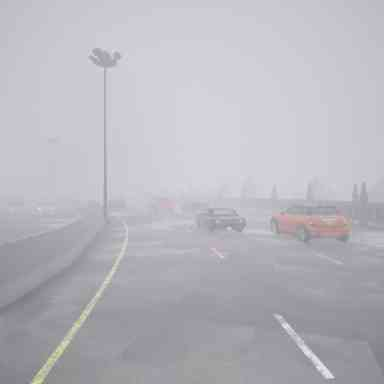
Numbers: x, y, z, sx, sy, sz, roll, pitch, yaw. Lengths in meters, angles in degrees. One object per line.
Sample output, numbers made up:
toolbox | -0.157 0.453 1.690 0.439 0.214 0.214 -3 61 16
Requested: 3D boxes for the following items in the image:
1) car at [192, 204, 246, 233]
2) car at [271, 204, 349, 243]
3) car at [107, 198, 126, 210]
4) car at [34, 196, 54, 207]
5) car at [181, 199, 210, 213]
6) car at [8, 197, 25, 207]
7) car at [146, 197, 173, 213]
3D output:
car | 1.510 1.600 19.581 1.895 1.301 4.718 0 0 -11
car | 5.566 1.352 16.330 2.097 1.767 4.553 0 0 -9
car | -9.804 1.490 42.507 2.128 1.511 4.902 0 0 -25
car | -22.607 1.351 50.771 2.097 1.767 4.553 0 0 -34
car | 0.324 1.476 36.451 1.882 1.535 5.008 0 0 -20
car | -27.096 1.477 51.205 1.882 1.535 5.008 0 0 -35
car | -3.653 1.350 37.034 2.097 1.767 4.553 0 0 -20
